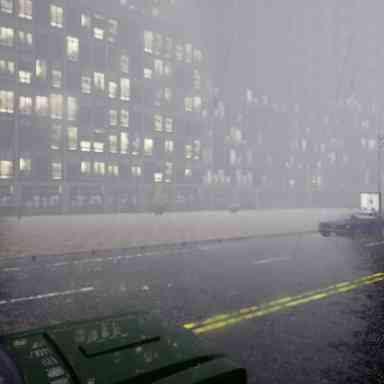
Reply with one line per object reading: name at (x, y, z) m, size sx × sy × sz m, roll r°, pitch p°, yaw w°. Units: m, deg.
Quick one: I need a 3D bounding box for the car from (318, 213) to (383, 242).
car at (8.911, 1.820, 18.019) m, size 4.718 × 1.301 × 1.895 m, roll 1°, pitch -1°, yaw -35°

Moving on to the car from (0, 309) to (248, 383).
car at (-1.794, 1.597, 2.159) m, size 4.718 × 1.301 × 1.895 m, roll 1°, pitch 0°, yaw -35°
